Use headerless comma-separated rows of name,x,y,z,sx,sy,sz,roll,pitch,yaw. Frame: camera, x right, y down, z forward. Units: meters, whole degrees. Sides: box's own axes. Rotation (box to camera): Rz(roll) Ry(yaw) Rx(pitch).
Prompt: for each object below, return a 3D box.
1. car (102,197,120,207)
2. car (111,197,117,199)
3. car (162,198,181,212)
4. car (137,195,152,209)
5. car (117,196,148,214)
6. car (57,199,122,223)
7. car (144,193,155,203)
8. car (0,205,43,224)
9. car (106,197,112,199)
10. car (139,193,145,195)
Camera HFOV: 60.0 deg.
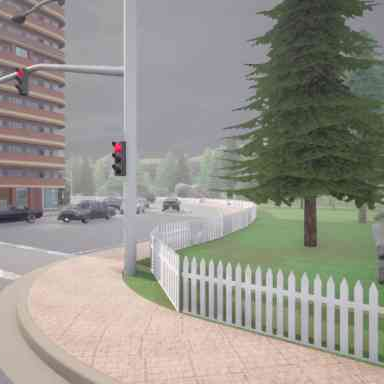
car,-12.621,1.508,51.542,1.994,1.385,4.181,0,0,-24
car,-9.767,1.492,41.886,2.033,1.411,5.357,0,0,-7
car,-2.391,1.449,38.398,1.837,1.490,4.892,1,0,-1
car,-6.897,1.470,44.895,1.812,1.442,4.674,0,0,-13
car,-6.140,1.470,34.704,1.812,1.442,4.674,0,0,3
car,-7.768,1.492,25.260,2.033,1.411,5.357,0,0,17
car,-9.557,1.166,66.407,2.150,2.045,5.566,0,0,-40
car,-12.653,1.545,22.578,1.895,1.301,4.718,0,0,23
car,-9.853,1.492,31.812,2.033,1.411,5.357,0,0,8
car,-11.760,1.492,63.720,2.033,1.411,5.357,0,0,-39
